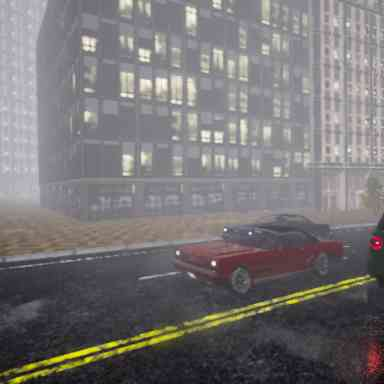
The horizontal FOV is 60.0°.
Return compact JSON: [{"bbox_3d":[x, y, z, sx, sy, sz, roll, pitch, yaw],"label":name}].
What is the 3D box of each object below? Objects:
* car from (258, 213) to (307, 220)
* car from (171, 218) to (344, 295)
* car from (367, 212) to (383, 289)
[{"bbox_3d":[3.522,1.577,13.785,4.718,1.301,1.895,0,0,-33],"label":"car"},{"bbox_3d":[1.843,1.587,8.800,4.718,1.301,1.895,0,0,-34],"label":"car"},{"bbox_3d":[6.326,1.217,7.619,5.566,2.045,2.150,0,0,-33],"label":"car"}]
